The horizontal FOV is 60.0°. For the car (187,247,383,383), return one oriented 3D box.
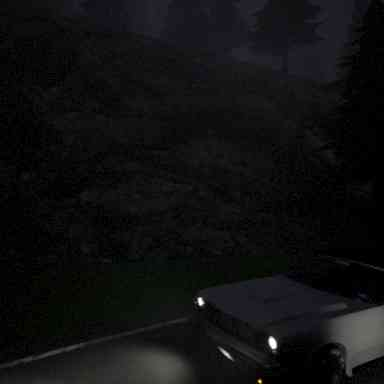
[{"bbox_3d":[2.345,1.599,4.993,4.718,1.301,1.895,0,0,-29],"label":"car"}]
